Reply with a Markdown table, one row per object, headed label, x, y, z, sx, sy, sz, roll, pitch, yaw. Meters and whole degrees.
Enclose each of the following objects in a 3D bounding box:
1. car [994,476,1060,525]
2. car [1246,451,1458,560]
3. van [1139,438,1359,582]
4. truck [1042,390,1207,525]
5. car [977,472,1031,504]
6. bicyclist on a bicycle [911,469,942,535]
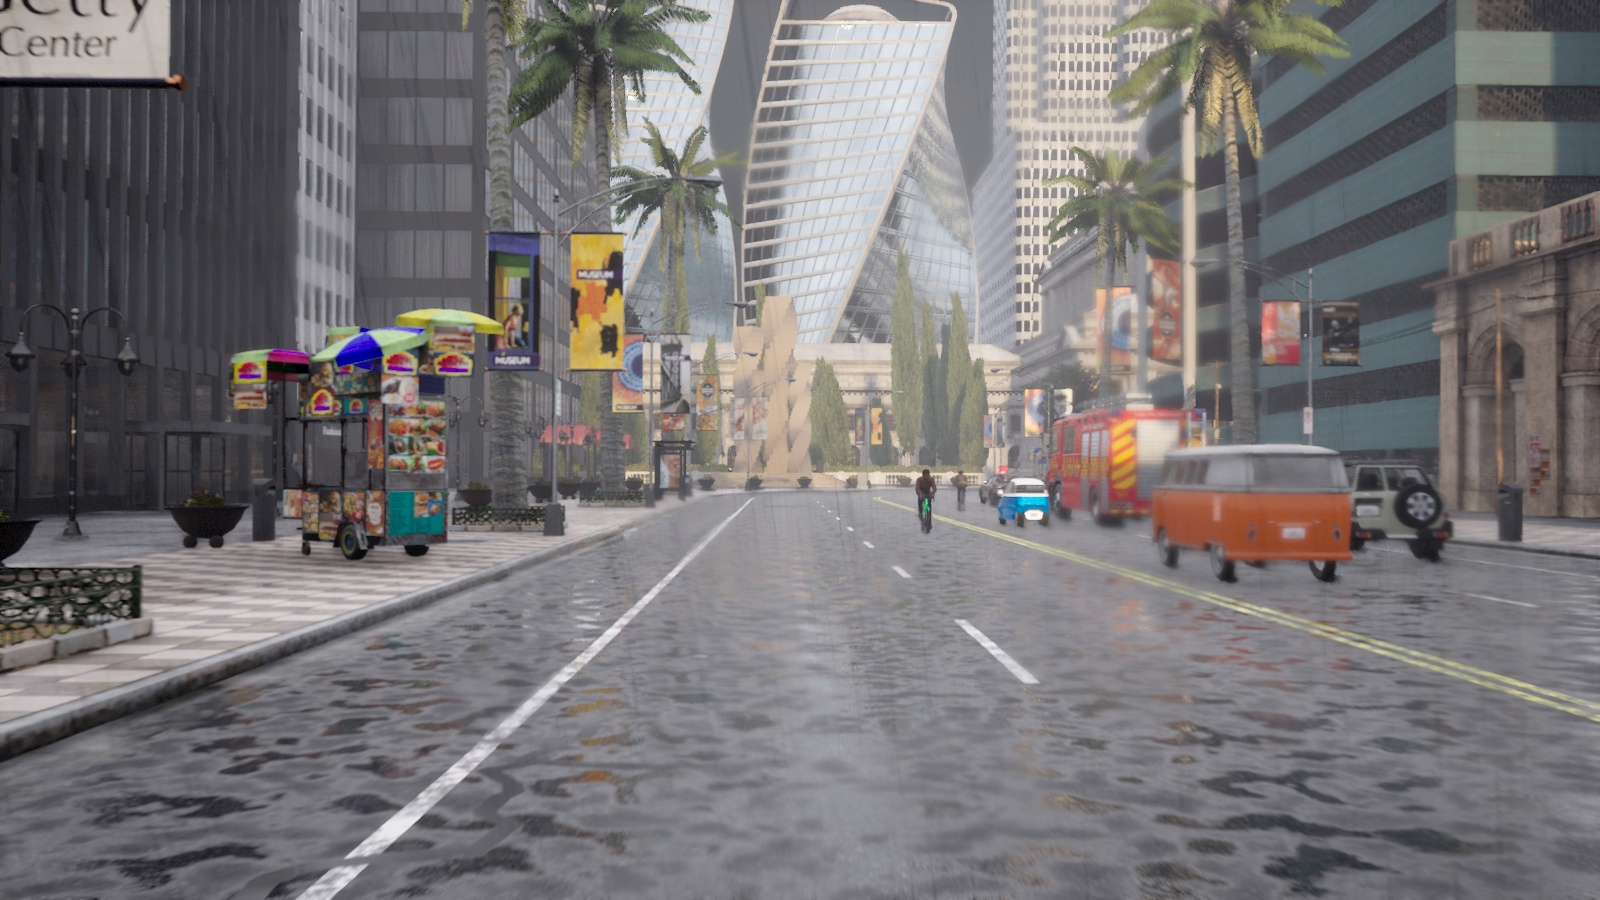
| label | x | y | z | sx | sy | sz | roll | pitch | yaw |
| --- | --- | --- | --- | --- | --- | --- | --- | --- | --- |
| car | 6.589 | 1.455 | 36.613 | 1.481 | 1.376 | 2.207 | 0 | -1 | -1 |
| car | 10.279 | 0.989 | 23.836 | 1.932 | 1.855 | 4.605 | 0 | -1 | -1 |
| van | 6.841 | 0.869 | 19.662 | 1.775 | 1.987 | 4.442 | 0 | -1 | -1 |
| truck | 10.035 | 0.276 | 39.888 | 2.891 | 3.827 | 8.468 | 0 | -1 | -1 |
| car | 9.743 | 1.797 | 60.305 | 1.816 | 1.474 | 4.193 | 0 | -1 | -1 |
| bicyclist on a bicycle | 3.167 | 1.284 | 31.643 | 0.582 | 1.620 | 1.656 | 0 | -1 | -1 |
